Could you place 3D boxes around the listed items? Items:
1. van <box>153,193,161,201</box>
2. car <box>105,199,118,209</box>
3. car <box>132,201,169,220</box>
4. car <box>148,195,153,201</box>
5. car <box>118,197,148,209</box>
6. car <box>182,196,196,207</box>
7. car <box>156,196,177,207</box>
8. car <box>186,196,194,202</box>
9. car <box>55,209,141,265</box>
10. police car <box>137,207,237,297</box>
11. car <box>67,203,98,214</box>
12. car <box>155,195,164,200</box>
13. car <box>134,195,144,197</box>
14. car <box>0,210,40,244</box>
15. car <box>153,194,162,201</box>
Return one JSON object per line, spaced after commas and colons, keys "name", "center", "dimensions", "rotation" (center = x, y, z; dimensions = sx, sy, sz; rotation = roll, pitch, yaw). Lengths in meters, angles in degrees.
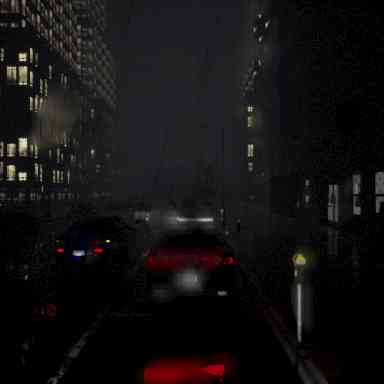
{"name": "van", "center": [-8.831, 1.286, 84.106], "dimensions": [1.690, 1.788, 3.998], "rotation": [0, 0, 0]}
{"name": "car", "center": [-8.833, 1.537, 38.569], "dimensions": [2.008, 1.369, 4.403], "rotation": [0, 0, 0]}
{"name": "car", "center": [-3.064, 1.594, 25.422], "dimensions": [1.895, 1.301, 4.718], "rotation": [0, 0, 0]}
{"name": "car", "center": [-8.832, 1.551, 61.338], "dimensions": [1.802, 1.307, 4.206], "rotation": [0, 0, 0]}
{"name": "car", "center": [-6.233, 1.552, 35.721], "dimensions": [1.994, 1.385, 4.181], "rotation": [0, 0, 0]}
{"name": "car", "center": [-0.452, 1.548, 44.248], "dimensions": [1.947, 1.339, 4.313], "rotation": [0, 0, 0]}
{"name": "car", "center": [-3.058, 1.547, 42.589], "dimensions": [1.994, 1.385, 4.181], "rotation": [0, 0, 0]}
{"name": "car", "center": [-0.452, 1.533, 78.399], "dimensions": [1.802, 1.307, 4.206], "rotation": [0, 0, 0]}
{"name": "car", "center": [-3.146, 1.524, 11.544], "dimensions": [1.812, 1.442, 4.674], "rotation": [0, 0, 0]}
{"name": "police car", "center": [-0.012, 1.424, 8.759], "dimensions": [1.930, 1.638, 5.238], "rotation": [0, 0, 0]}
{"name": "car", "center": [-8.832, 1.575, 27.183], "dimensions": [1.802, 1.307, 4.206], "rotation": [0, 0, 0]}
{"name": "car", "center": [-8.832, 1.504, 89.799], "dimensions": [1.947, 1.339, 4.313], "rotation": [0, 0, 0]}
{"name": "car", "center": [-8.833, 1.523, 49.953], "dimensions": [1.887, 1.381, 4.507], "rotation": [0, 0, 0]}
{"name": "car", "center": [-8.833, 1.563, 15.800], "dimensions": [1.947, 1.339, 4.313], "rotation": [0, 0, 0]}
{"name": "car", "center": [-8.832, 1.391, 78.413], "dimensions": [1.967, 1.590, 4.097], "rotation": [0, 0, 0]}
